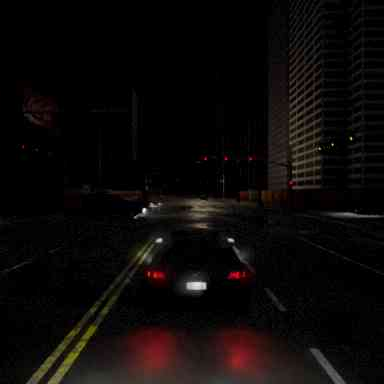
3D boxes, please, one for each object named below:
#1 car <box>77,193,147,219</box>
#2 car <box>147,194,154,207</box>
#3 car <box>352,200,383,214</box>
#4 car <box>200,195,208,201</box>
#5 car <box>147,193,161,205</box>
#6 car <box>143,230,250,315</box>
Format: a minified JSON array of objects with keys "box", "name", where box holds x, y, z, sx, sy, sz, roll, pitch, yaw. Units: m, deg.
[{"box":[-7.252,1.219,29.475,5.566,2.045,2.150,0,1,-27],"name":"car"},{"box":[-7.223,1.489,48.041,2.128,1.511,4.902,0,0,0],"name":"car"},{"box":[19.619,1.545,34.452,5.357,1.411,2.033,0,0,0],"name":"car"},{"box":[3.250,1.520,87.500,2.128,1.511,4.902,0,0,0],"name":"car"},{"box":[-7.241,1.218,57.993,2.150,2.045,5.566,0,0,0],"name":"car"},{"box":[0.075,1.563,7.661,1.994,1.385,4.181,0,0,0],"name":"car"}]
